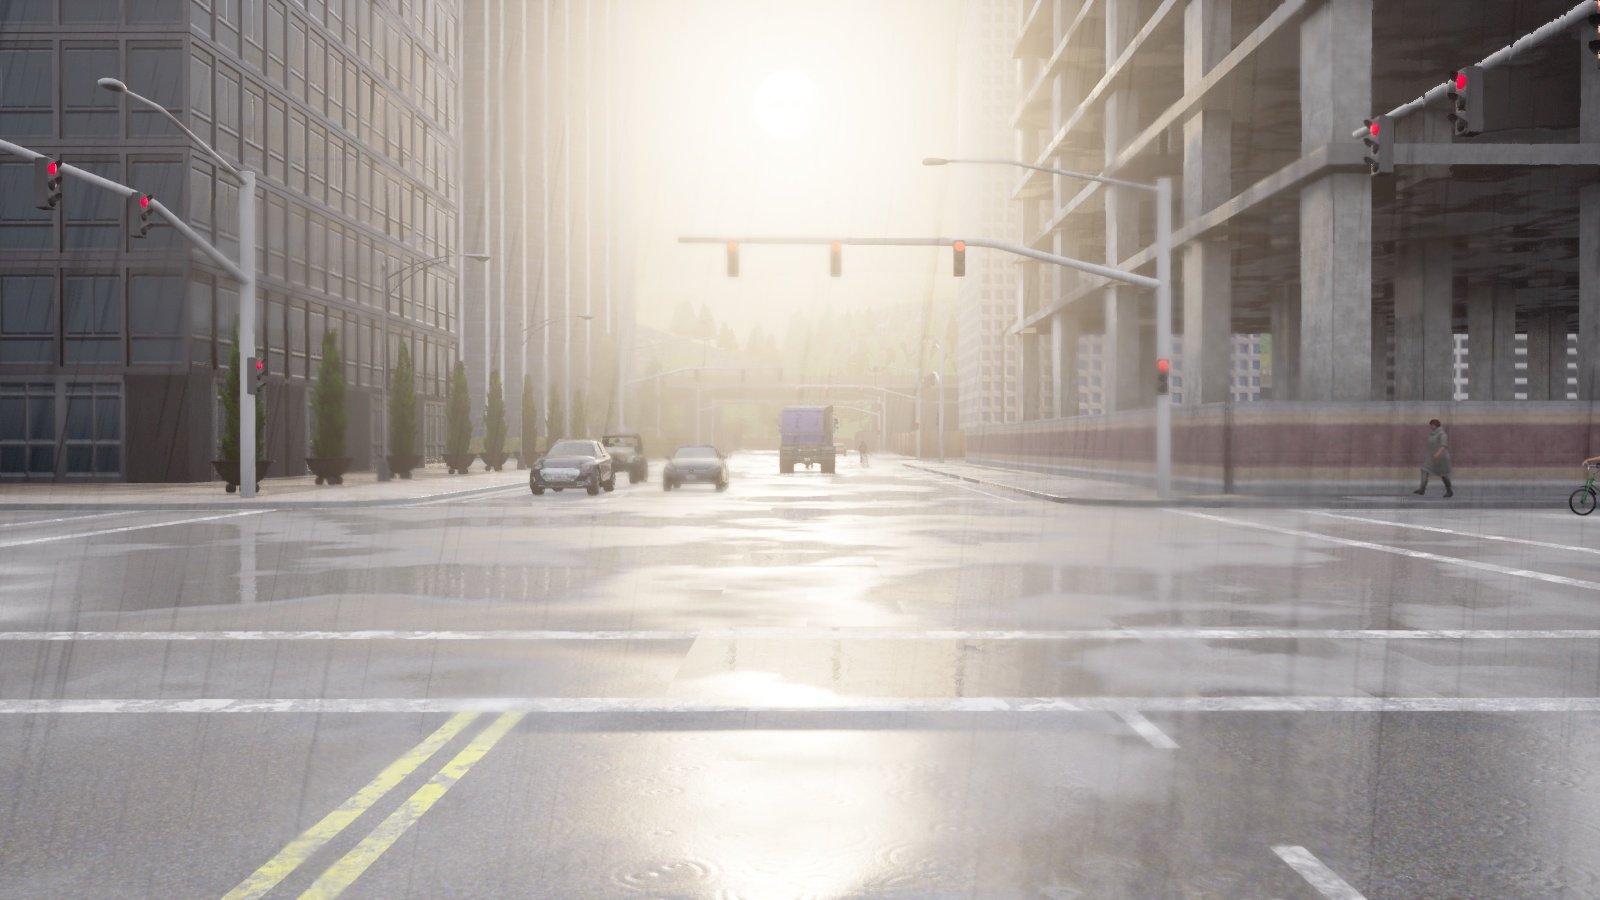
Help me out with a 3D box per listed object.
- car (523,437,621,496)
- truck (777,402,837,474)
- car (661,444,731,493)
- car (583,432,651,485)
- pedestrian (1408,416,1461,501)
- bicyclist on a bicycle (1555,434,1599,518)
[{"bbox_3d":[-6.774,0.457,37.851,2.033,1.649,4.856,0,0,0],"label":"car"},{"bbox_3d":[0.376,-0.599,64.556,2.891,3.462,7.936,0,0,0],"label":"truck"},{"bbox_3d":[-3.261,0.543,40.083,1.812,1.442,4.674,0,0,0],"label":"car"},{"bbox_3d":[-6.726,0.274,46.513,1.905,1.878,3.866,0,0,0],"label":"car"},{"bbox_3d":[14.796,0.195,29.285,0.873,1.952,0.659,0,0,-9],"label":"pedestrian"},{"bbox_3d":[15.731,0.502,24.463,1.509,1.612,0.866,0,0,0],"label":"bicyclist on a bicycle"}]
